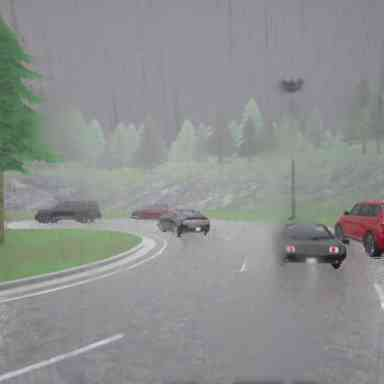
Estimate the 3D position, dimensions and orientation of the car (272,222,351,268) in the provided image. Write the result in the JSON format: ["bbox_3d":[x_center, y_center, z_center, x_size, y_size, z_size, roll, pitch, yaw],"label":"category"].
[{"bbox_3d":[3.901,1.730,11.836,1.895,1.301,4.718,-1,-1,11],"label":"car"}]

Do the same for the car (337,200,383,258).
[{"bbox_3d":[7.540,1.329,13.201,2.150,2.045,5.566,0,-1,7],"label":"car"}]

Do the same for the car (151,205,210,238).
[{"bbox_3d":[-0.595,1.787,19.924,2.128,1.511,4.902,0,-1,-22],"label":"car"}]

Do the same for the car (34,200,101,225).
[{"bbox_3d":[-10.921,1.770,29.523,5.566,2.045,2.150,-1,-1,0],"label":"car"}]

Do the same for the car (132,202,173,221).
[{"bbox_3d":[-3.436,1.841,31.290,4.553,1.767,2.097,-1,-1,25],"label":"car"}]
